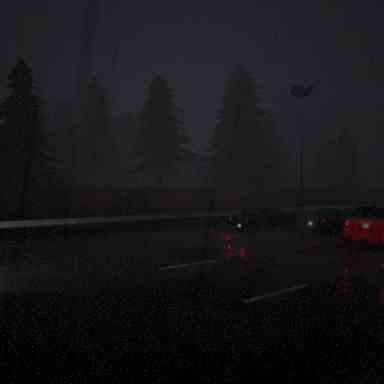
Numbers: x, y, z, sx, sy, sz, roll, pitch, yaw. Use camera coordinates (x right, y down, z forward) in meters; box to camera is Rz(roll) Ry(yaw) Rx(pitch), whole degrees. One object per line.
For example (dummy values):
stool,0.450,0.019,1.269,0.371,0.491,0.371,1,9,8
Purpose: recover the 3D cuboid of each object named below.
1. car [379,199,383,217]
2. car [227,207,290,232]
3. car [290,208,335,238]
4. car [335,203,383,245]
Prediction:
car,19.277,1.409,30.389,5.008,1.535,1.882,0,0,-35
car,4.450,1.570,19.815,4.718,1.301,1.895,0,0,-35
car,7.524,1.531,17.709,4.181,1.385,1.994,0,0,-35
car,8.424,1.321,14.052,4.553,1.767,2.097,0,0,-35
